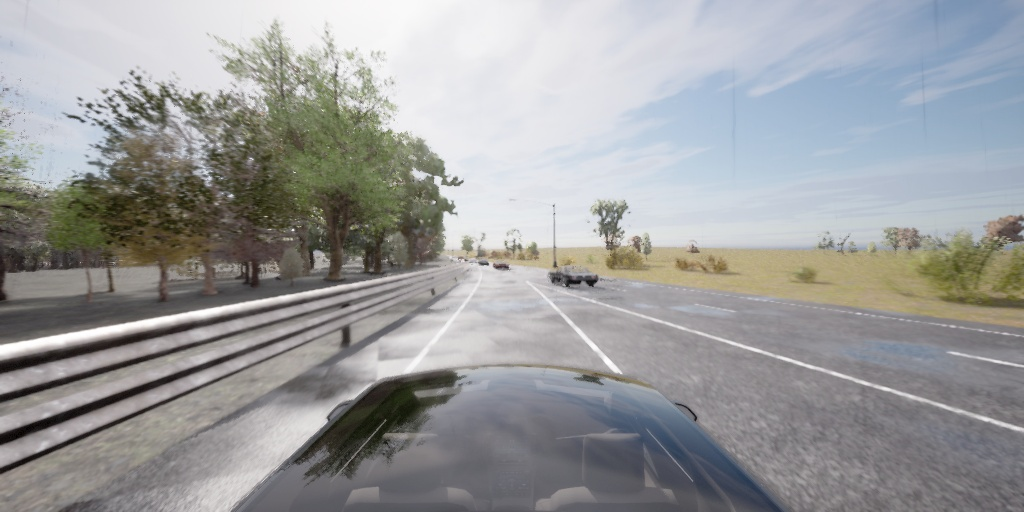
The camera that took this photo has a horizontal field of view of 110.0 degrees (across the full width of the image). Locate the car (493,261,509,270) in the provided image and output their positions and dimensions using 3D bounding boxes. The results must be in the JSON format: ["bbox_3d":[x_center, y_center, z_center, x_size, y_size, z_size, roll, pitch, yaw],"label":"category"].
[{"bbox_3d":[-1.695,1.335,52.693,1.895,1.301,4.718,-1,0,-11],"label":"car"}]

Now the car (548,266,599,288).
[{"bbox_3d":[3.805,1.294,23.234,1.895,1.301,4.718,0,0,-11],"label":"car"}]
